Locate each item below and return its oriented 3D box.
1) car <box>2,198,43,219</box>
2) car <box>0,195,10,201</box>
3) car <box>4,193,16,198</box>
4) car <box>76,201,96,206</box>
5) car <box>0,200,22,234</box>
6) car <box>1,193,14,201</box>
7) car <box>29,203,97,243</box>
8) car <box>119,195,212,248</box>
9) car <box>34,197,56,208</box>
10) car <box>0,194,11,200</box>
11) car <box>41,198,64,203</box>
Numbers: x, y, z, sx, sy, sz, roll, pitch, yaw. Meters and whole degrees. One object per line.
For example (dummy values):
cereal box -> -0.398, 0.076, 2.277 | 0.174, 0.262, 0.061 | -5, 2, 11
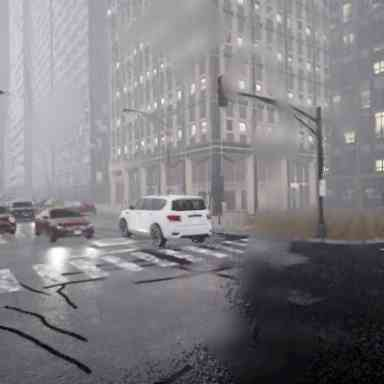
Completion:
car -> -13.381, 1.442, 26.048 | 1.837, 1.490, 4.892 | -1, 0, -36
car -> -46.130, 1.374, 81.792 | 1.947, 1.339, 4.313 | 1, 0, -36
car -> -39.639, 1.366, 72.720 | 1.887, 1.381, 4.507 | 1, 0, -36
car -> -10.432, 1.468, 31.897 | 1.802, 1.307, 4.206 | 1, 0, -36
car -> -10.721, 1.408, 17.903 | 1.967, 1.590, 4.097 | 1, 0, -36
car -> -42.883, 1.130, 77.258 | 2.192, 1.841, 5.009 | 1, 0, -36
car -> -6.351, 1.478, 16.247 | 1.812, 1.442, 4.674 | -1, 0, -37
car -> -1.381, 1.153, 14.902 | 2.150, 2.045, 5.566 | 0, 0, -34
car -> -20.168, 1.430, 45.506 | 1.947, 1.339, 4.313 | 1, 0, -36
car -> -24.887, 1.402, 42.251 | 2.128, 1.511, 4.902 | -1, 0, -35
car -> -17.021, 1.397, 41.109 | 1.752, 1.417, 4.829 | 1, 0, -36
